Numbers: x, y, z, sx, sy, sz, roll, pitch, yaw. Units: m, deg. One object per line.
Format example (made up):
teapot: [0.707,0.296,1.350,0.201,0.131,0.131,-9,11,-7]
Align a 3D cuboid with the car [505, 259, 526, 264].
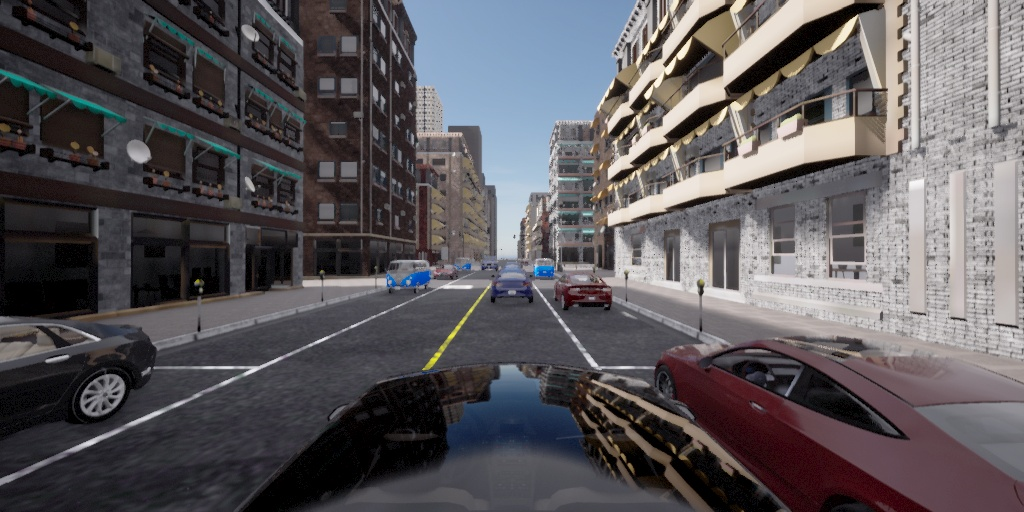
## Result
car: [0.000,1.286,31.500,1.812,1.442,4.674,0,0,0]

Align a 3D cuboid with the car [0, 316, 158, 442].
car: [-5.691,1.297,3.039,2.007,1.370,4.403,0,0,0]

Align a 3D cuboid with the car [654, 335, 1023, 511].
car: [2.690,1.329,3.035,1.802,1.307,4.207,0,0,0]

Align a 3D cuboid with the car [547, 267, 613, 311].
car: [2.689,1.293,14.308,1.888,1.381,4.507,0,0,0]

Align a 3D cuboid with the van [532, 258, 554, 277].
van: [2.690,1.092,31.217,1.690,1.789,3.998,0,0,0]

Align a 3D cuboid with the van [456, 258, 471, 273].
van: [-5.803,1.094,42.489,1.690,1.789,3.998,0,0,0]

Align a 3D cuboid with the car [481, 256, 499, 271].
car: [-3.000,1.083,49.470,2.150,2.045,5.566,0,0,0]

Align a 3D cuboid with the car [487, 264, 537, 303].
car: [0.000,1.283,16.500,1.812,1.442,4.674,0,0,0]

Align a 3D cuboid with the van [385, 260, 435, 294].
van: [-5.691,1.090,19.948,1.690,1.789,3.998,0,0,0]

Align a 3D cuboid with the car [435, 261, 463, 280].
car: [-5.691,1.333,31.221,1.802,1.307,4.207,0,0,0]
